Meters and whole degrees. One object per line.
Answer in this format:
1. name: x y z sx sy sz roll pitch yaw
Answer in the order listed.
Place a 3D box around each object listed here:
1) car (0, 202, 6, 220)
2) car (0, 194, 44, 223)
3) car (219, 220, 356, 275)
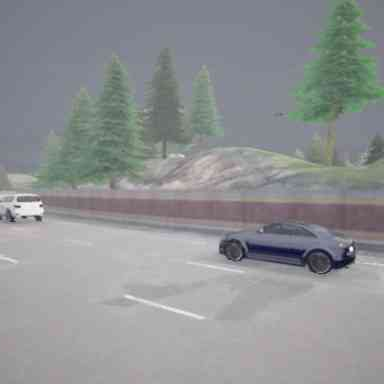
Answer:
1. car: -13.361 1.459 20.518 1.812 1.442 4.674 0 0 -45
2. car: -13.213 1.157 25.385 2.150 2.045 5.566 0 0 -43
3. car: 2.947 1.584 10.694 4.181 1.385 1.994 0 0 37
